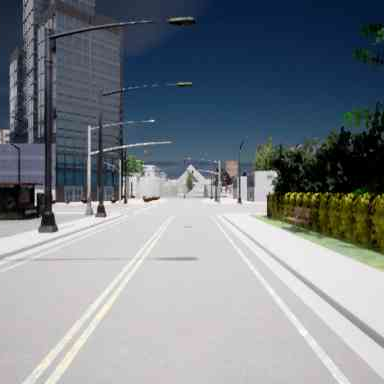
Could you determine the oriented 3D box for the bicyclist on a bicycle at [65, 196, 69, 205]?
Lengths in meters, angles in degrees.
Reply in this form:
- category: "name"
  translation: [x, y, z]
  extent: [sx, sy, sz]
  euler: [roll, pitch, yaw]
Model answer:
- category: "bicyclist on a bicycle"
  translation: [-21.992, 1.440, 58.721]
  extent: [0.582, 1.620, 1.656]
  euler: [-1, 0, 0]
